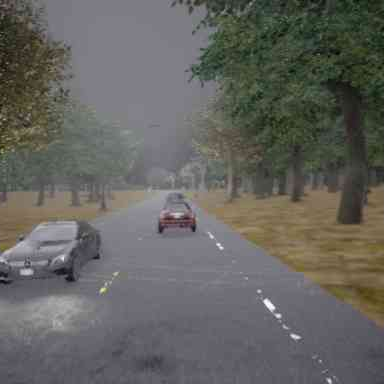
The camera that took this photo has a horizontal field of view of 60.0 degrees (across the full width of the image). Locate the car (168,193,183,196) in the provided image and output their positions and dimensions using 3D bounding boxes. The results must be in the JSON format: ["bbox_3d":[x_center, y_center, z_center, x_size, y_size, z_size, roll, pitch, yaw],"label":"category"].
[{"bbox_3d":[-1.863,1.081,37.551,2.150,2.045,5.566,-1,0,-3],"label":"car"}]

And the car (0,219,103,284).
[{"bbox_3d":[-3.948,1.593,10.016,1.812,1.442,4.674,-1,0,-3],"label":"car"}]

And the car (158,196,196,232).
[{"bbox_3d":[-0.908,1.320,19.974,2.097,1.767,4.553,-1,0,-3],"label":"car"}]
